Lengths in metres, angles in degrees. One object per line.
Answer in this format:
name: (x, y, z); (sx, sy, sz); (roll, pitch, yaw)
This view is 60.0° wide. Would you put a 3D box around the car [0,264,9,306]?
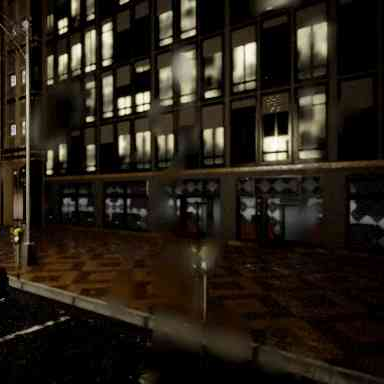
car: (-5.371, 1.625, 6.699); (4.403, 1.369, 2.008); (-1, 0, 35)
